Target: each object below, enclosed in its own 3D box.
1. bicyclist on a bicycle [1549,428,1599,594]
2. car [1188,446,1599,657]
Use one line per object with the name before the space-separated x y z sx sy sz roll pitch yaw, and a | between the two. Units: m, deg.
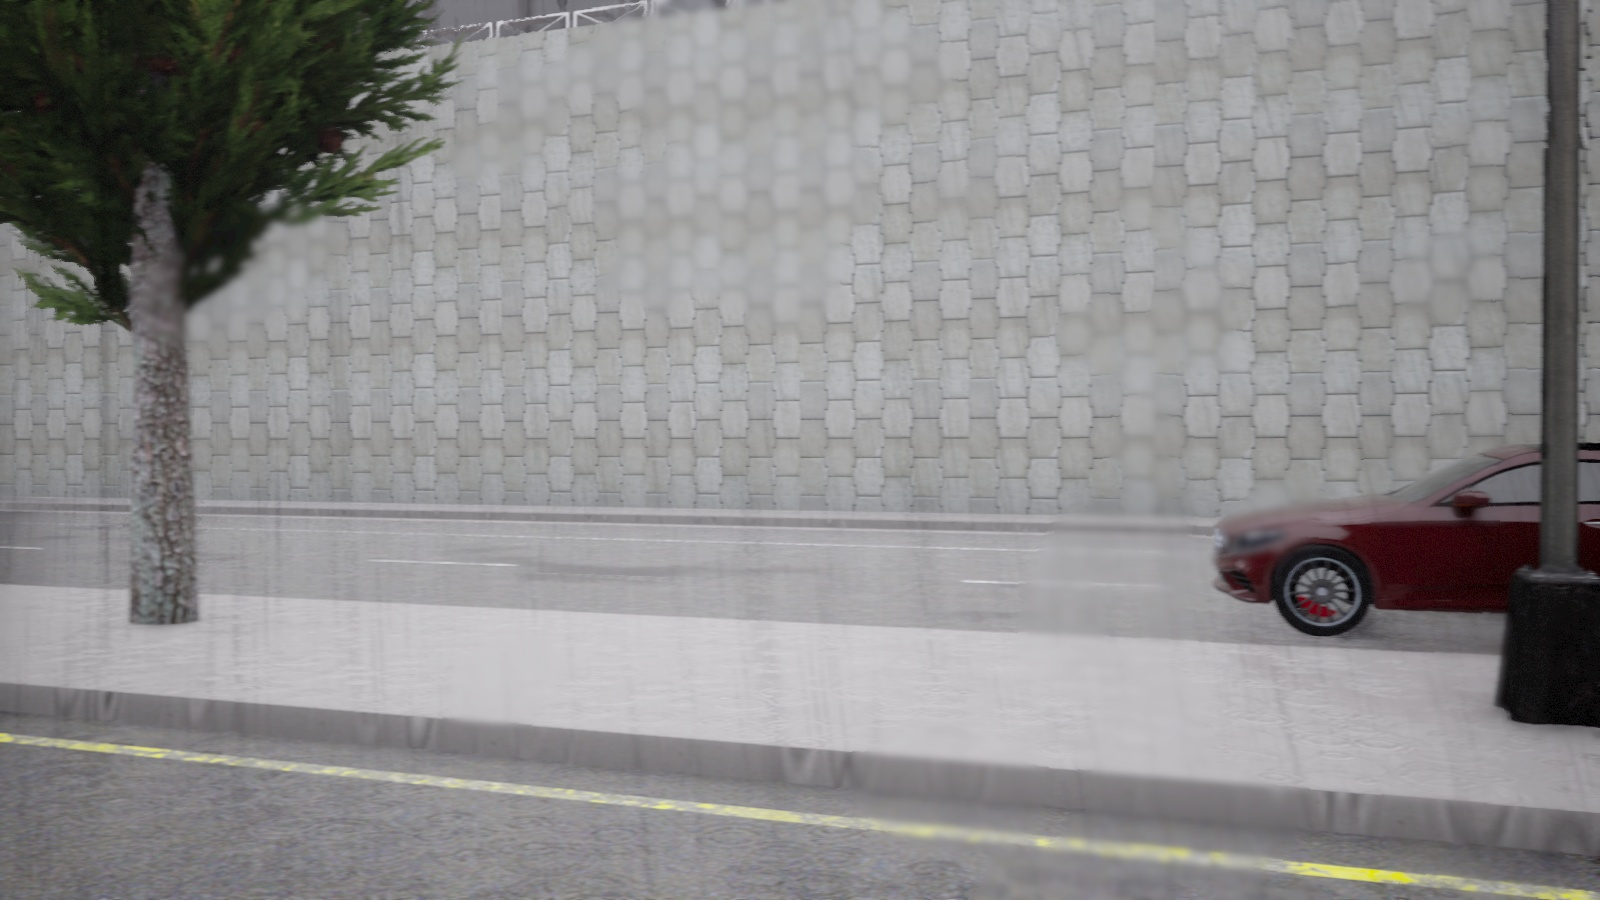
bicyclist on a bicycle | 8.415 0.595 12.481 1.509 1.612 0.866 1 1 19
car | 5.501 0.716 9.782 4.674 1.442 1.812 1 1 19
